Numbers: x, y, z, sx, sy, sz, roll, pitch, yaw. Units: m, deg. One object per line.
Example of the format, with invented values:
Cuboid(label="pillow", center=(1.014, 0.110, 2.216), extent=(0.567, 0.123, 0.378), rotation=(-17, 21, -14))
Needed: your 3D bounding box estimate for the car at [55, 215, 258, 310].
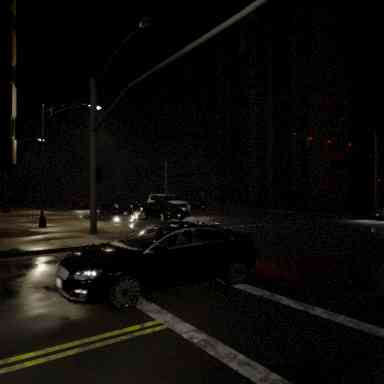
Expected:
Cuboid(label="car", center=(-0.585, 1.491, 7.878), extent=(4.902, 1.511, 2.128), rotation=(0, 0, -36))

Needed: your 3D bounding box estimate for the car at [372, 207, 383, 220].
Cuboid(label="car", center=(16.715, 1.523, 26.536), extent=(4.674, 1.442, 1.812), rotation=(0, 0, -15))

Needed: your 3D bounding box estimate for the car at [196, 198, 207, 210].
Cuboid(label="car", center=(-0.112, 1.502, 41.551), extent=(1.837, 1.490, 4.892), rotation=(0, 0, -36))

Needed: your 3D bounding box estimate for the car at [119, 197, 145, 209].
Cuboid(label="car", center=(-8.511, 1.524, 47.099), extent=(1.812, 1.442, 4.674), rotation=(0, 0, -36))

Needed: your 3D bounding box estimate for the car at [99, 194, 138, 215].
Cuboid(label="car", center=(-7.712, 1.351, 33.847), extent=(2.097, 1.767, 4.553), rotation=(0, 0, -36))

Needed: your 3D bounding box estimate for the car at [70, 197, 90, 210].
Cuboid(label="car", center=(-14.255, 1.477, 42.884), extent=(1.882, 1.535, 5.008), rotation=(0, 1, -36))

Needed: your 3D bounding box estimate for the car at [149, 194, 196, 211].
Cuboid(label="car", center=(-2.390, 1.220, 32.491), extent=(2.150, 2.045, 5.566), rotation=(0, 0, -36))

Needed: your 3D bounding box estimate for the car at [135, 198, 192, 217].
Cuboid(label="car", center=(-2.381, 1.504, 26.534), extent=(1.837, 1.490, 4.892), rotation=(0, 0, -36))

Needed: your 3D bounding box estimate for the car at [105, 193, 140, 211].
Cuboid(label="car", center=(-8.707, 1.220, 41.170), extent=(2.150, 2.045, 5.566), rotation=(0, 0, -36))
